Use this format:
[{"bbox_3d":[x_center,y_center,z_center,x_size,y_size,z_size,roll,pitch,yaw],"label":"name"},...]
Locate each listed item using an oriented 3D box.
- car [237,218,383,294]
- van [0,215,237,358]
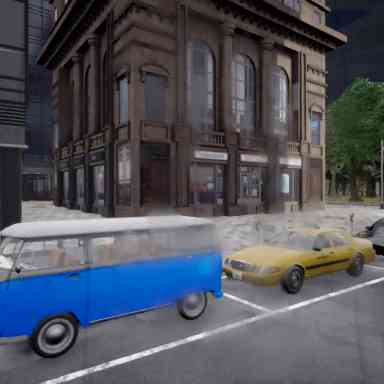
[{"bbox_3d":[2.964,1.529,8.759,4.829,1.417,1.752,0,0,-35],"label":"car"},{"bbox_3d":[-1.327,1.342,5.703,3.998,1.788,1.690,0,0,-35],"label":"van"}]
